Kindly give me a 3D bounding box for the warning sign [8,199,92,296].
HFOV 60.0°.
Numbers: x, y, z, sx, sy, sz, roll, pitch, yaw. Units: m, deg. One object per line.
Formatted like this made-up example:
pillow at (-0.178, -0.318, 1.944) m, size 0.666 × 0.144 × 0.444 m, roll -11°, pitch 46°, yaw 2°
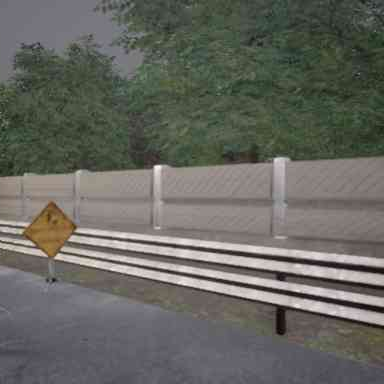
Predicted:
warning sign at (-3.119, 1.116, 7.369) m, size 1.060 × 1.860 × 1.300 m, roll -1°, pitch 0°, yaw 35°
